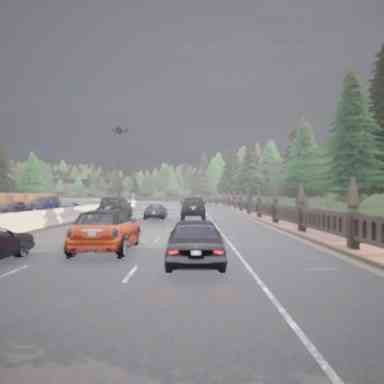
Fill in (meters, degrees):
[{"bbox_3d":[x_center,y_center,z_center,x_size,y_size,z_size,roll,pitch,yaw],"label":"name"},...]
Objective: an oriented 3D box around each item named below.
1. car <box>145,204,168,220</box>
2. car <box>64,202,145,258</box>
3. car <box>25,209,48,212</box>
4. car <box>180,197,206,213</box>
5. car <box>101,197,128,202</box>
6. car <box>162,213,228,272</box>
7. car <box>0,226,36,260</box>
[{"bbox_3d":[-3.394,1.843,31.500,1.994,1.385,4.181,0,-1,0],"label":"car"},{"bbox_3d":[-3.397,1.471,13.432,2.097,1.767,4.553,0,-1,0],"label":"car"},{"bbox_3d":[-17.580,1.573,39.478,2.150,2.045,5.566,0,-1,0],"label":"car"},{"bbox_3d":[0.106,1.489,30.272,2.150,2.045,5.566,0,-1,0],"label":"car"},{"bbox_3d":[-6.894,1.490,30.307,2.150,2.045,5.566,0,-1,0],"label":"car"},{"bbox_3d":[0.103,1.646,11.110,2.033,1.411,5.357,0,-1,0],"label":"car"},{"bbox_3d":[-6.896,1.640,10.263,2.033,1.411,5.357,0,-1,0],"label":"car"}]
